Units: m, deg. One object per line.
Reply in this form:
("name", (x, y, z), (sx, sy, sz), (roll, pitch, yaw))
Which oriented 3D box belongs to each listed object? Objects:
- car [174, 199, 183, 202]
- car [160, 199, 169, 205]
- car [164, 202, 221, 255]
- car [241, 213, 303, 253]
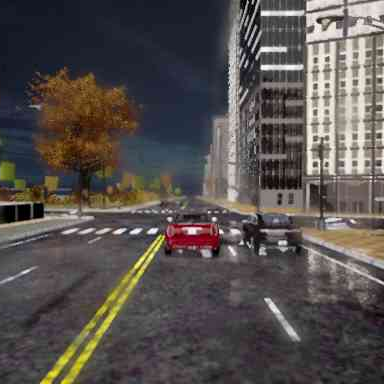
("car", (-3.240, 2.338, 79.126), (2.128, 1.511, 4.902), (0, -1, 0))
("car", (-6.491, 2.353, 79.127), (2.033, 1.411, 5.357), (0, -1, 0))
("car", (0.004, 1.485, 14.058), (2.097, 1.767, 4.553), (0, -1, 0))
("car", (3.279, 1.629, 14.290), (2.128, 1.511, 4.902), (0, 0, 1))
